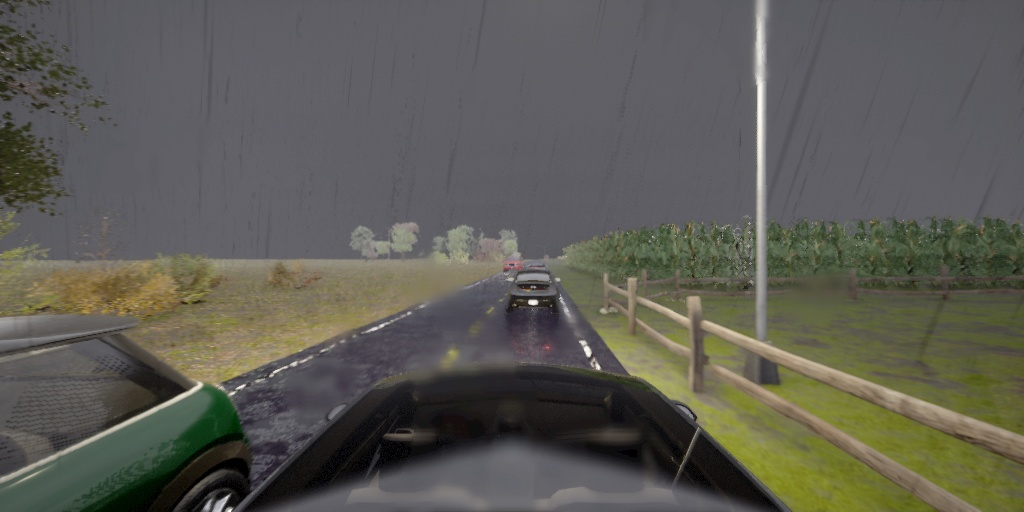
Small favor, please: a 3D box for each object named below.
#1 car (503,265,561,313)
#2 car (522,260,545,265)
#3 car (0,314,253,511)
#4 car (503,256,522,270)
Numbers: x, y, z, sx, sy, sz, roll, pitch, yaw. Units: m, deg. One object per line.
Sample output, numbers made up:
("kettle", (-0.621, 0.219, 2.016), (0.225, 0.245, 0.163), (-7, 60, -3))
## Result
("car", (0.860, 1.269, 14.123), (1.837, 1.490, 4.892), (0, 0, 4))
("car", (2.335, 1.265, 33.834), (2.128, 1.511, 4.902), (0, 0, 4))
("car", (-2.715, 1.085, 0.379), (2.097, 1.767, 4.553), (0, 0, 0))
("car", (0.196, 0.991, 44.329), (2.150, 2.045, 5.566), (0, 0, 5))
